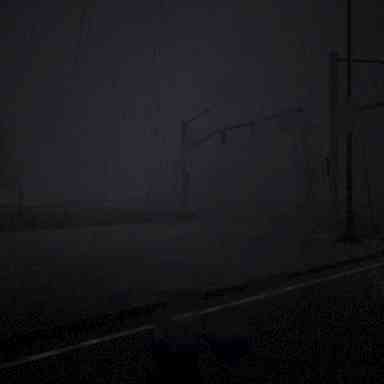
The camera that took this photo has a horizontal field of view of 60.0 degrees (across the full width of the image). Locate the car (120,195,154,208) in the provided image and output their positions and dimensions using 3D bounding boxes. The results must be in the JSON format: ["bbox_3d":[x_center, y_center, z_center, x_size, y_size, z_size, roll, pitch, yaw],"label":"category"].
[{"bbox_3d":[-7.819,1.368,46.646,2.128,1.511,4.902,0,0,-35],"label":"car"}]

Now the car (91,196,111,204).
[{"bbox_3d":[-16.609,1.439,59.359,1.994,1.385,4.181,0,0,-34],"label":"car"}]

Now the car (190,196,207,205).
[{"bbox_3d":[0.173,1.360,53.569,2.033,1.411,5.357,0,0,-35],"label":"car"}]

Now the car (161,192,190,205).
[{"bbox_3d":[-3.147,1.055,52.194,2.150,2.045,5.566,0,0,-36],"label":"car"}]

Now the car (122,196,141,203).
[{"bbox_3d":[-11.944,1.433,64.988,1.895,1.301,4.718,0,0,-34],"label":"car"}]

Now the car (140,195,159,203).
[{"bbox_3d":[-8.533,1.374,66.201,1.994,1.385,4.181,0,0,-34],"label":"car"}]

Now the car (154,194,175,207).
[{"bbox_3d":[-4.783,1.381,48.415,1.812,1.442,4.674,0,0,-35],"label":"car"}]

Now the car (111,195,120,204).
[{"bbox_3d":[-13.582,1.332,61.154,1.882,1.535,5.008,0,0,-34],"label":"car"}]
